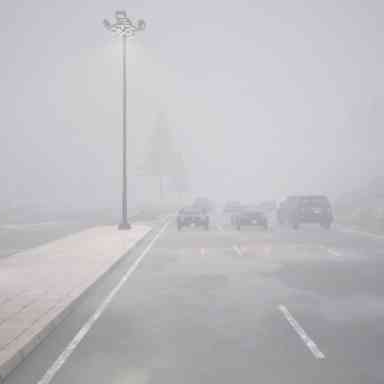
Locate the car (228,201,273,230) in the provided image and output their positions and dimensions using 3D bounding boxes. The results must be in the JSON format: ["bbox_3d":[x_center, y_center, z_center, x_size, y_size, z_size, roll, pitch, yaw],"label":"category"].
[{"bbox_3d":[3.579,1.526,21.199,1.812,1.442,4.674,0,0,1],"label":"car"}]

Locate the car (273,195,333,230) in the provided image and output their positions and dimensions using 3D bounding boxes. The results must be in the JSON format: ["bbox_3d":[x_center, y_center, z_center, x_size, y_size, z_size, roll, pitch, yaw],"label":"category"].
[{"bbox_3d":[7.076,1.219,21.377,2.150,2.045,5.566,0,0,1],"label":"car"}]

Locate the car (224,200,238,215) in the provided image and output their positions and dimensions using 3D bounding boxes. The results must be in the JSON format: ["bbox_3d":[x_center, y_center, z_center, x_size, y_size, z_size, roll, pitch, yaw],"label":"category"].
[{"bbox_3d":[4.230,1.548,34.028,2.033,1.411,5.357,0,0,9],"label":"car"}]

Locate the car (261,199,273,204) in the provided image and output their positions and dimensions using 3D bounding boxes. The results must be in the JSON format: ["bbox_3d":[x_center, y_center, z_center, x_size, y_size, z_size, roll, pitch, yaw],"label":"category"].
[{"bbox_3d":[8.417,1.478,36.784,1.882,1.535,5.008,0,0,13],"label":"car"}]

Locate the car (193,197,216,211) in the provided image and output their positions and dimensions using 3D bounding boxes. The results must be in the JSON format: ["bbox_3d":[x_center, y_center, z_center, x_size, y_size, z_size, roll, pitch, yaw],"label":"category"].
[{"bbox_3d":[1.377,1.352,37.075,2.097,1.767,4.553,0,0,12],"label":"car"}]

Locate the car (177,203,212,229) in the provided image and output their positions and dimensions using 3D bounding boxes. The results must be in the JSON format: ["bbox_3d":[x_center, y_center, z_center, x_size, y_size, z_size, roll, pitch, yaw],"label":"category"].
[{"bbox_3d":[0.081,1.601,21.523,1.895,1.301,4.718,0,0,1],"label":"car"}]
